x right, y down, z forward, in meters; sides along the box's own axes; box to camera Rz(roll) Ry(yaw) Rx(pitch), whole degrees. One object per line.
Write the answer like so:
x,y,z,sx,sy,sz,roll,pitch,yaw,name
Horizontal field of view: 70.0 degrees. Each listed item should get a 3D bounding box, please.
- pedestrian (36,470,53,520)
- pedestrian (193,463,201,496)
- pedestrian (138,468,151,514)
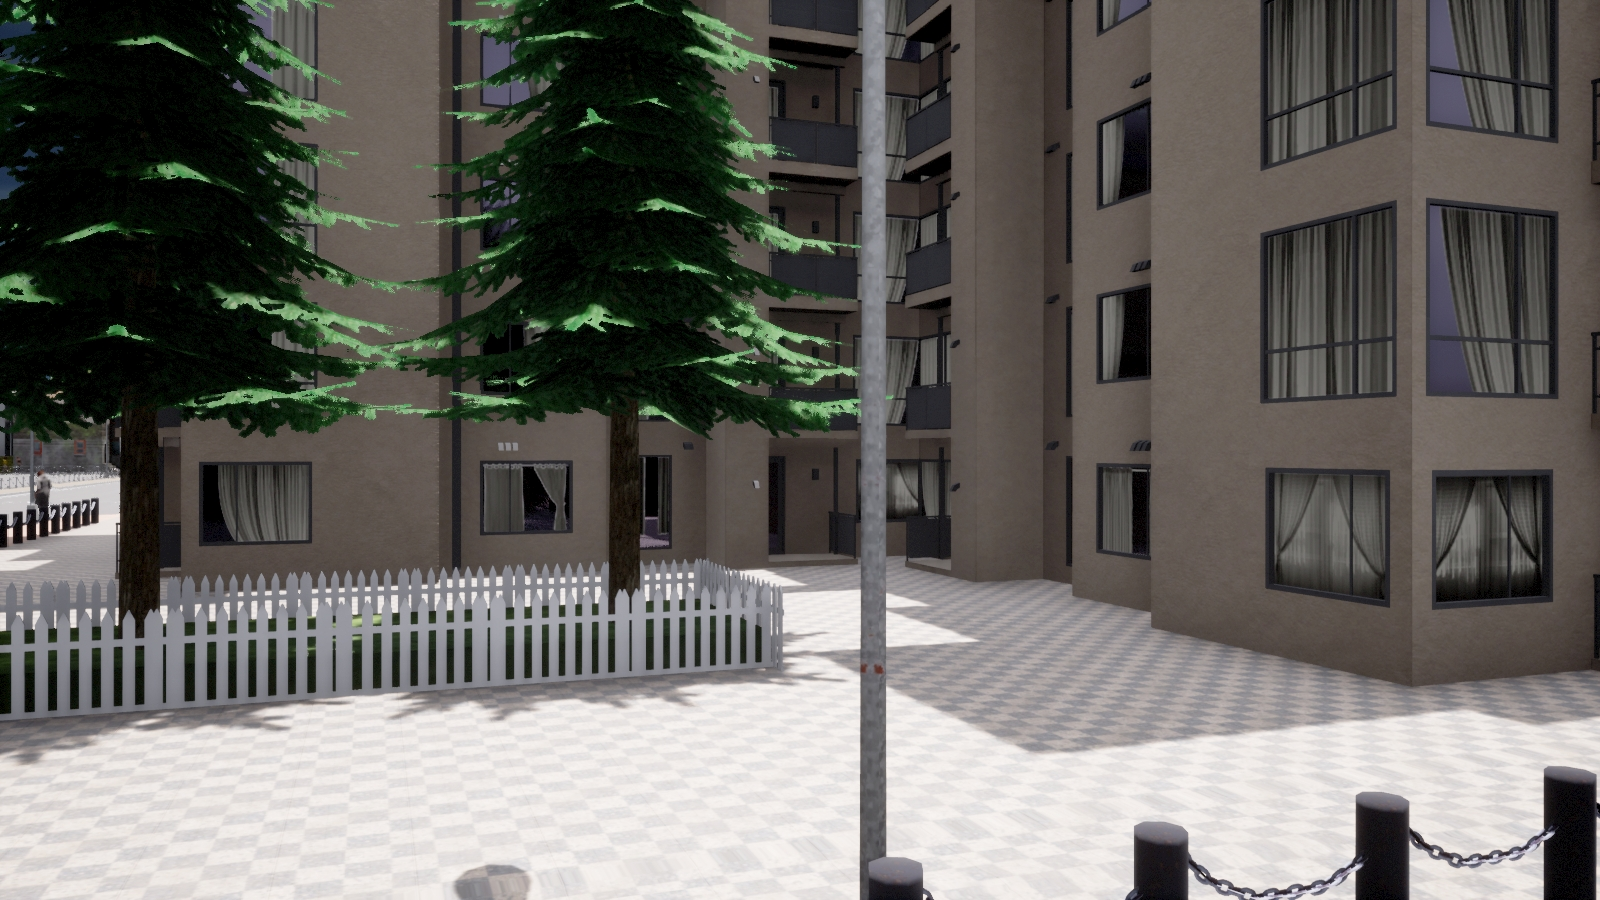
-28.309,1.670,42.813,0.375,1.860,0.375,0,0,19,pedestrian
-34.529,1.670,65.390,0.375,1.860,0.375,0,0,-25,pedestrian
-26.848,1.671,46.772,0.375,1.860,0.375,0,0,-16,pedestrian
